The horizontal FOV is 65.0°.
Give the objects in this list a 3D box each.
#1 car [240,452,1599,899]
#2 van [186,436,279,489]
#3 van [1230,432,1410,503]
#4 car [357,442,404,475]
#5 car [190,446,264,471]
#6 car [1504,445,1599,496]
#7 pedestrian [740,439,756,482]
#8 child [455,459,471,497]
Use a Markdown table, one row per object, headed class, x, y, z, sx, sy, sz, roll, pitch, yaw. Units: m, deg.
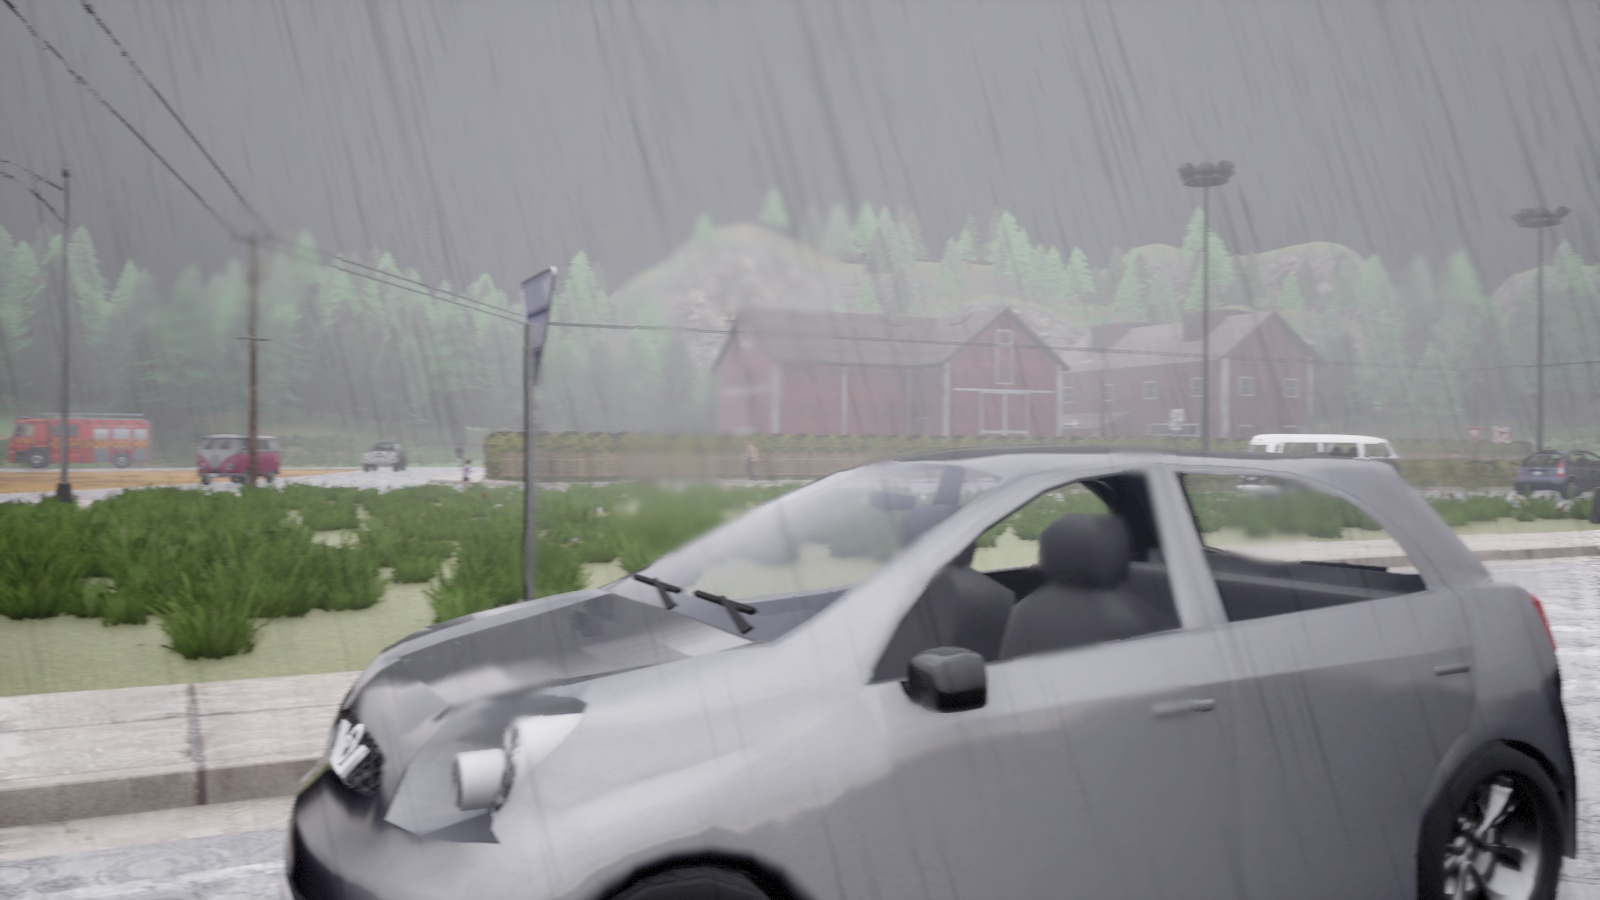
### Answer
| class | x | y | z | sx | sy | sz | roll | pitch | yaw |
| --- | --- | --- | --- | --- | --- | --- | --- | --- | --- |
| car | 0.405 | 0.761 | 3.665 | 3.633 | 1.501 | 1.845 | 0 | 0 | -27 |
| van | -22.339 | 0.467 | 49.600 | 1.775 | 1.987 | 4.442 | 0 | 0 | -2 |
| van | 15.326 | 0.483 | 37.146 | 4.480 | 2.038 | 2.069 | 0 | 1 | -8 |
| car | -24.566 | 0.460 | 73.665 | 1.932 | 1.855 | 4.605 | 0 | 0 | -10 |
| car | -39.932 | 0.576 | 87.547 | 4.611 | 1.667 | 2.242 | 0 | 0 | -26 |
| car | 25.598 | 0.649 | 41.790 | 3.988 | 1.617 | 1.851 | 0 | 0 | -27 |
| pedestrian | -2.269 | 0.451 | 54.432 | 0.594 | 1.836 | 0.345 | 0 | 0 | -26 |
| child | -9.917 | 0.812 | 36.941 | 0.394 | 1.110 | 0.255 | 0 | 0 | -33 |
